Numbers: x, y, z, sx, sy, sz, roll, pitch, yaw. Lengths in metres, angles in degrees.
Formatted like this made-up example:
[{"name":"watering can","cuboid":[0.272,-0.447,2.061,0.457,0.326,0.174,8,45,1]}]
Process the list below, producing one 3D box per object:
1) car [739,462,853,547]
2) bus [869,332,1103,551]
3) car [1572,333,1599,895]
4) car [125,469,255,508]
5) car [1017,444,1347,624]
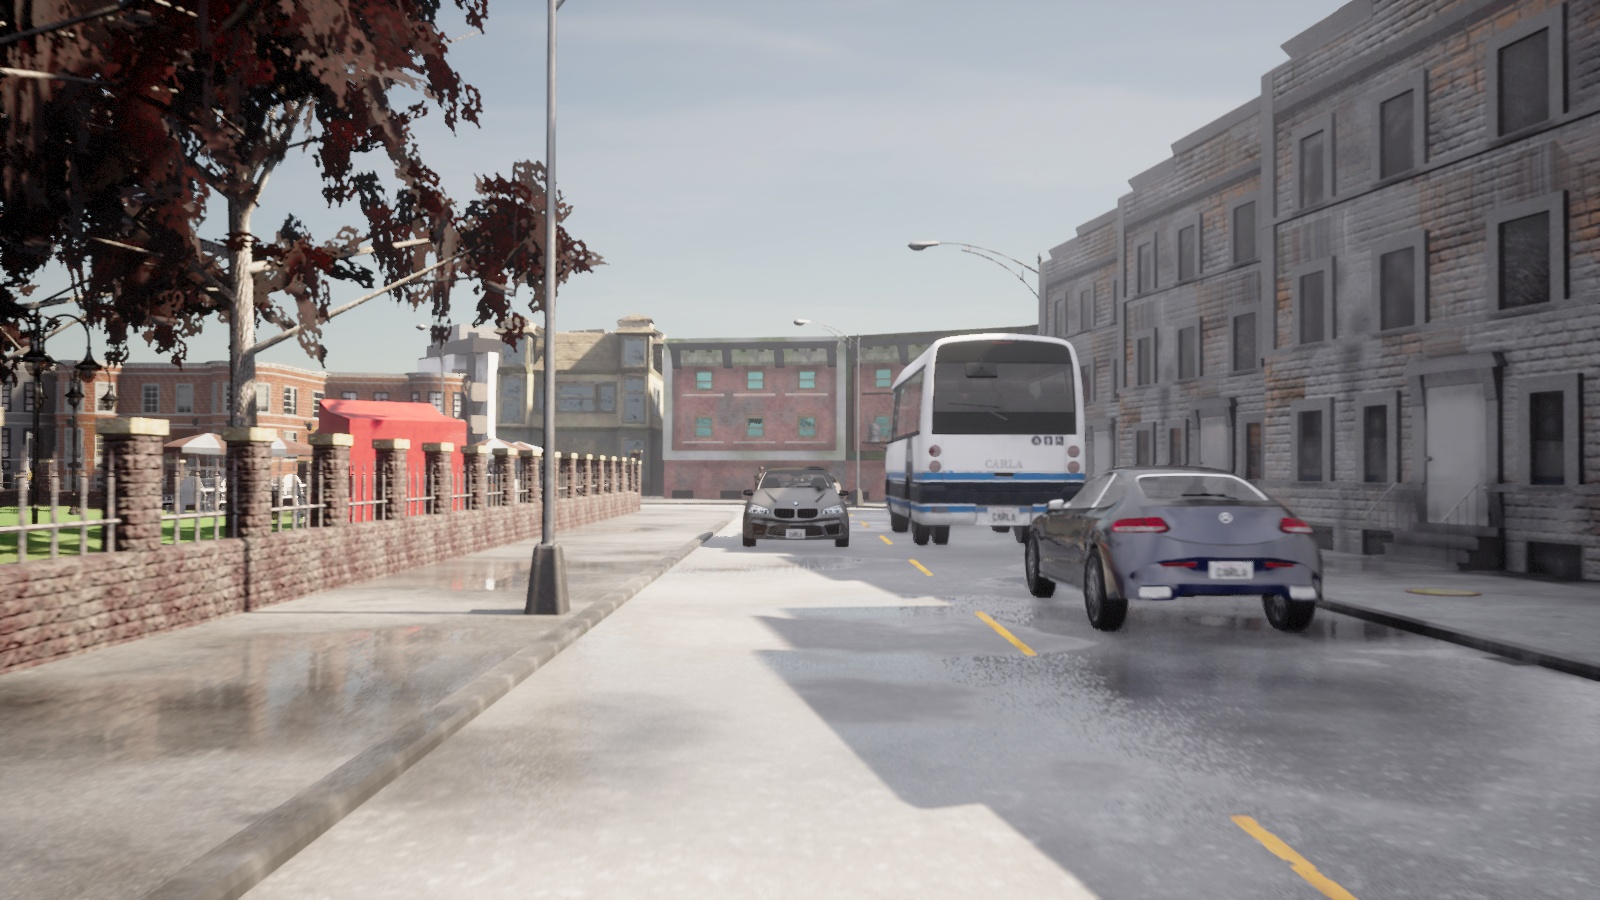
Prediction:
[{"name":"car","cuboid":[-0.082,1.113,27.123,2.242,1.667,4.611,0,-1,0]},{"name":"bus","cuboid":[3.906,-0.082,29.605,3.944,4.253,10.273,0,-1,0]},{"name":"car","cuboid":[3.994,0.550,1.931,2.150,2.045,5.566,0,-1,0]},{"name":"car","cuboid":[-26.760,1.690,55.203,4.611,1.667,2.242,0,-1,0]},{"name":"car","cuboid":[3.957,0.814,14.104,2.152,1.651,5.027,0,-1,0]}]
